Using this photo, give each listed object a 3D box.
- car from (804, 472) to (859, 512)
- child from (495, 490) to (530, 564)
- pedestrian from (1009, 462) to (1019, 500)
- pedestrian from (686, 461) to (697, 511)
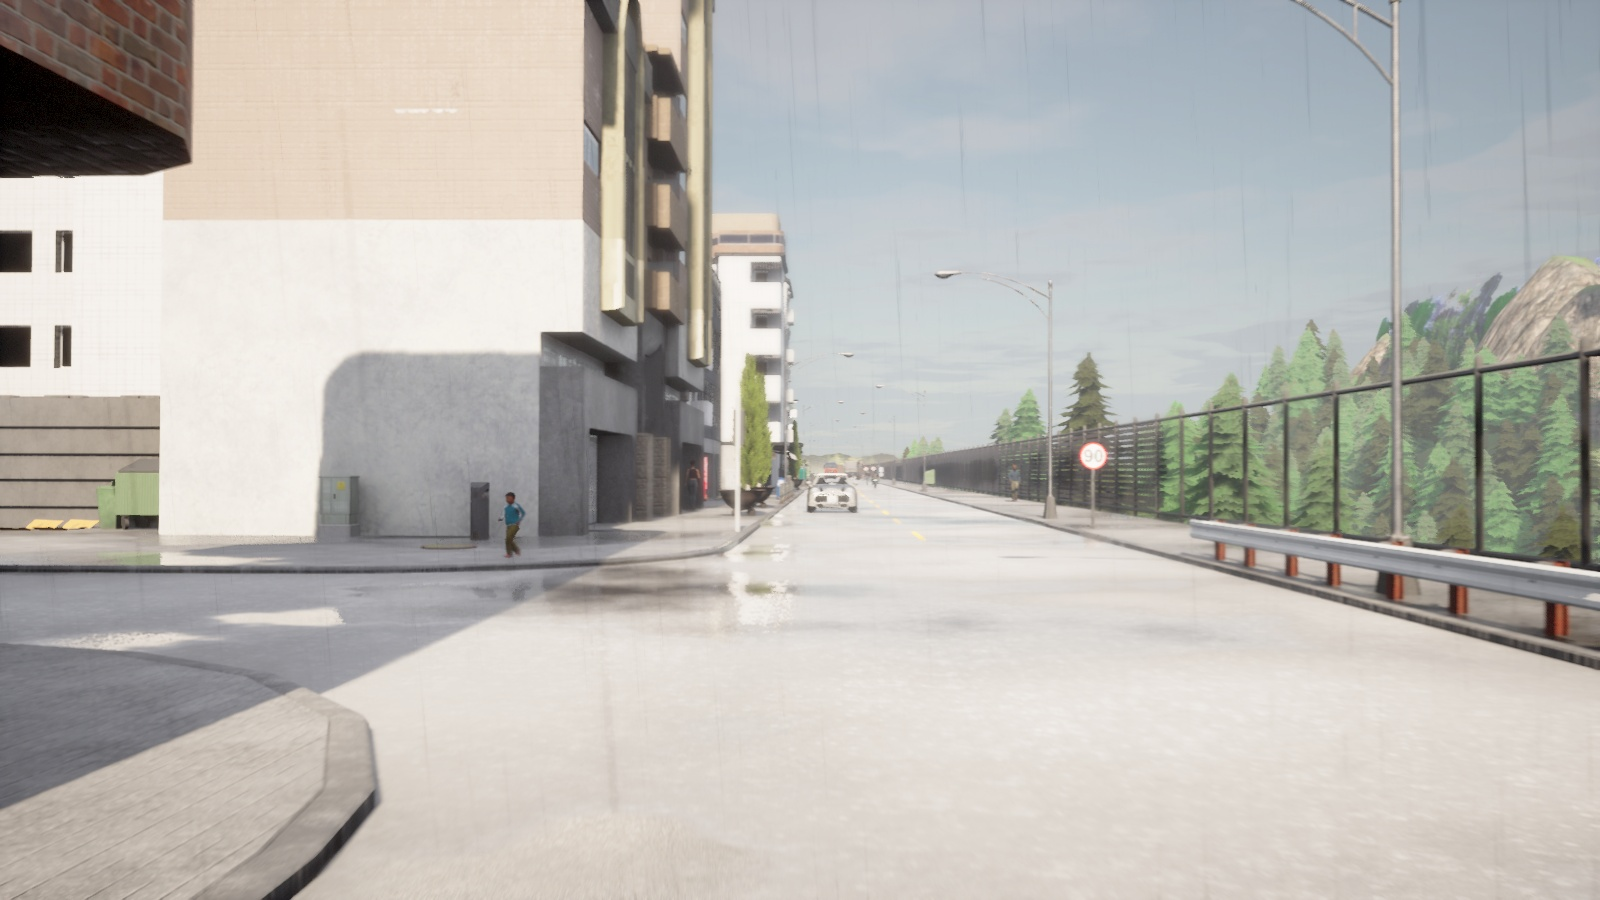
[{"bbox_3d":[1.196,1.575,47.826,1.970,1.475,3.806,0,-1,1],"label":"car"},{"bbox_3d":[-4.764,1.270,20.825,0.343,1.192,0.448,-1,-1,34],"label":"child"},{"bbox_3d":[10.381,1.499,60.984,0.370,1.835,0.726,0,-1,4],"label":"pedestrian"},{"bbox_3d":[-4.010,1.322,46.552,0.345,1.836,0.594,0,-1,1],"label":"pedestrian"}]
